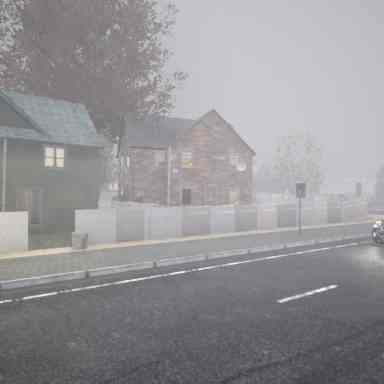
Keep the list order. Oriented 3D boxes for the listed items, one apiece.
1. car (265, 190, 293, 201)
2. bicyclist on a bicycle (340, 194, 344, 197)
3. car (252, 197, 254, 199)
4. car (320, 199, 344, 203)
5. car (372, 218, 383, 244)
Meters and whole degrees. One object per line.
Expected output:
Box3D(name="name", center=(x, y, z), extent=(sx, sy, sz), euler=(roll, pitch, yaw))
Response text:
Box3D(name="car", center=(12.132, 0.752, 45.961), extent=(2.150, 2.045, 5.566), euler=(1, 0, -20))
Box3D(name="bicyclist on a bicycle", center=(19.397, 1.035, 43.116), extent=(1.656, 1.620, 0.582), euler=(1, 0, -20))
Box3D(name="car", center=(8.500, 0.911, 56.009), extent=(2.033, 1.411, 5.357), euler=(1, 0, -19))
Box3D(name="car", center=(15.538, 1.177, 36.542), extent=(2.128, 1.511, 4.902), euler=(1, 0, -20))
Box3D(name="car", center=(9.865, 1.367, 14.505), extent=(4.553, 1.767, 2.097), euler=(0, 0, -34))
